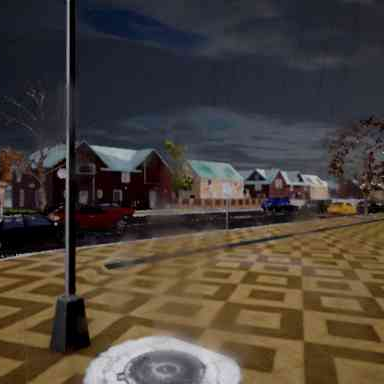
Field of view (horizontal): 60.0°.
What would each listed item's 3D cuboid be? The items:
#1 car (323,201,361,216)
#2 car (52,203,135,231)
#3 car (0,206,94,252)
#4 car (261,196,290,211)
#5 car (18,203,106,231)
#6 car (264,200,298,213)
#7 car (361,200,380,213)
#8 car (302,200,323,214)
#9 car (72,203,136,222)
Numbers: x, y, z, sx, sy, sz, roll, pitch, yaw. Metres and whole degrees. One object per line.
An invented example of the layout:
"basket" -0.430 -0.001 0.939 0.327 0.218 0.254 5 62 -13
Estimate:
"car" 17.530 1.886 38.705 1.882 1.535 5.008 0 -1 44
"car" -5.776 1.488 18.653 1.812 1.442 4.674 0 -1 43
"car" -6.632 1.453 12.627 2.033 1.411 5.357 0 -1 32
"car" 12.044 1.640 47.221 2.150 2.045 5.566 0 -1 44
"car" -8.136 1.460 21.180 1.837 1.490 4.892 0 -1 43
"car" 11.431 1.961 41.885 1.895 1.301 4.718 0 -1 44
"car" 24.459 1.918 46.137 2.097 1.767 4.553 0 -1 43
"car" 15.515 1.758 41.311 2.097 1.767 4.553 0 -1 44
"car" -7.075 1.614 27.045 1.895 1.301 4.718 0 -1 43
